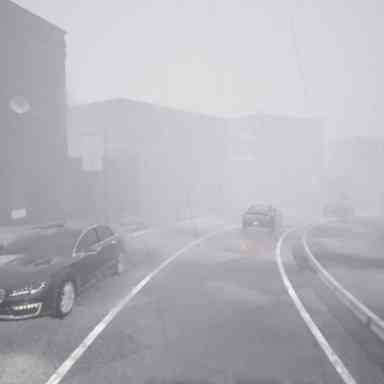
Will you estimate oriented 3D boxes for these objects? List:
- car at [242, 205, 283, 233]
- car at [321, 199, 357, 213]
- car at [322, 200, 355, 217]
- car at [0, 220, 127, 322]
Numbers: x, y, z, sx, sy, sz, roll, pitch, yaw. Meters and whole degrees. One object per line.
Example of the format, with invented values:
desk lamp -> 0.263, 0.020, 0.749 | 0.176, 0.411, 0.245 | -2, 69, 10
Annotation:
car -> 4.470, 1.547, 20.592 | 2.128, 1.511, 4.902 | 2, 0, 23
car -> 19.659, 1.870, 44.334 | 5.008, 1.535, 1.882 | 2, 2, -33
car -> 16.324, 1.908, 37.070 | 4.902, 1.511, 2.128 | 2, 2, -43
car -> -2.903, 1.457, 7.441 | 1.837, 1.490, 4.892 | 0, 0, 7
